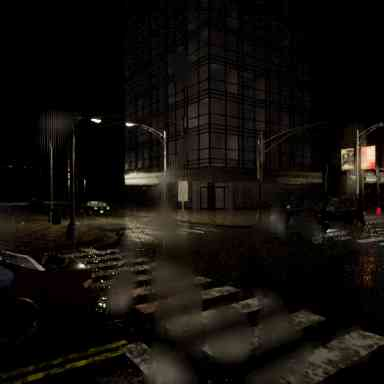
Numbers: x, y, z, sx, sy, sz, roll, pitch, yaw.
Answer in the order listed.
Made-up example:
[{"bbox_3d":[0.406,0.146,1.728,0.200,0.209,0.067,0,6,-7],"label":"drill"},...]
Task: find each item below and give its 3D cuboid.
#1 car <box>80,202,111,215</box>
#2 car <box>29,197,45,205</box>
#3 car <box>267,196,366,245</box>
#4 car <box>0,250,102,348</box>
[{"bbox_3d":[-10.213,1.656,34.787,1.895,1.301,4.718,0,0,-35],"label":"car"},{"bbox_3d":[-28.699,1.691,61.445,2.033,1.411,5.357,0,0,-36],"label":"car"},{"bbox_3d":[6.087,1.226,15.946,5.566,2.045,2.150,0,0,-35],"label":"car"},{"bbox_3d":[-4.114,1.548,4.744,5.357,1.411,2.033,0,0,-35],"label":"car"}]
